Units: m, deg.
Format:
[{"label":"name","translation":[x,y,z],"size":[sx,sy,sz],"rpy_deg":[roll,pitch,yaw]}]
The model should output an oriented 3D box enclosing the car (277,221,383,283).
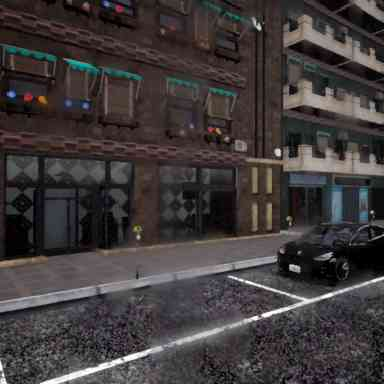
[{"label":"car","translation":[4.378,1.566,9.698],"size":[4.313,1.339,1.947],"rpy_deg":[0,0,-36]}]
